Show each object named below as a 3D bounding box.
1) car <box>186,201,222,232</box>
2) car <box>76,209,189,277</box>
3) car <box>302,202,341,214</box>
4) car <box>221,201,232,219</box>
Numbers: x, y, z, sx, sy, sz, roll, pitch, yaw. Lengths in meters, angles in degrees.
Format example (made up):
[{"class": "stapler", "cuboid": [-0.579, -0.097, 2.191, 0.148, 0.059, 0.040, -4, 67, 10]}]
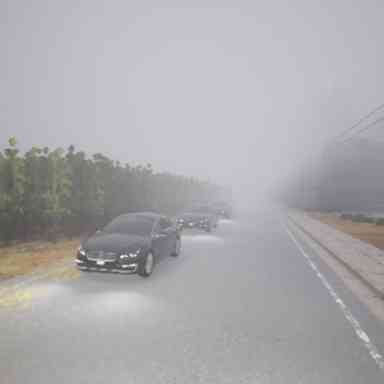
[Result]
[{"class": "car", "cuboid": [0.453, 1.499, 20.231, 1.837, 1.490, 4.892, 2, 0, 12]}, {"class": "car", "cuboid": [-1.646, 1.432, 10.218, 1.837, 1.490, 4.892, 2, 0, 12]}, {"class": "car", "cuboid": [16.462, 2.044, 42.063, 4.892, 1.490, 1.837, 2, -2, 0]}, {"class": "car", "cuboid": [2.574, 1.567, 30.311, 1.837, 1.490, 4.892, 2, 0, 13]}]
